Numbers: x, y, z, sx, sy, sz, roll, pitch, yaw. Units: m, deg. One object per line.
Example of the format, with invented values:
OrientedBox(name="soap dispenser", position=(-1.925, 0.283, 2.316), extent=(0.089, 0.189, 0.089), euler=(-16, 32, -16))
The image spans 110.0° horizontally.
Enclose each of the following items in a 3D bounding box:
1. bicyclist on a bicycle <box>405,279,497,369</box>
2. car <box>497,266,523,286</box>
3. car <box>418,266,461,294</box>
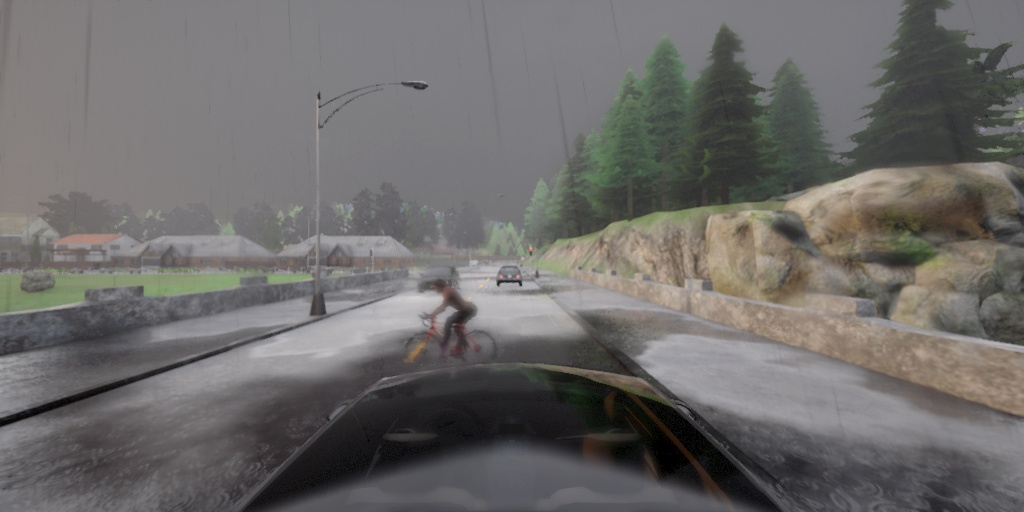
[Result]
OrientedBox(name="bicyclist on a bicycle", position=(-1.115, 1.226, 6.440), extent=(1.656, 1.620, 0.582), euler=(-2, 0, 0))
OrientedBox(name="car", position=(-0.172, 1.431, 26.411), extent=(2.033, 1.411, 5.357), euler=(0, 0, 0))
OrientedBox(name="car", position=(-4.176, 1.363, 21.188), extent=(1.837, 1.490, 4.892), euler=(0, -1, 0))
